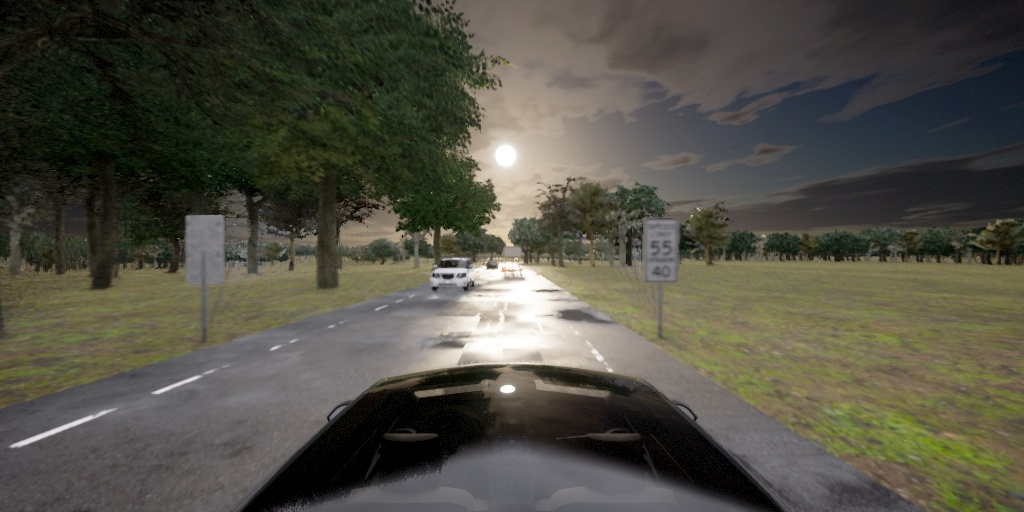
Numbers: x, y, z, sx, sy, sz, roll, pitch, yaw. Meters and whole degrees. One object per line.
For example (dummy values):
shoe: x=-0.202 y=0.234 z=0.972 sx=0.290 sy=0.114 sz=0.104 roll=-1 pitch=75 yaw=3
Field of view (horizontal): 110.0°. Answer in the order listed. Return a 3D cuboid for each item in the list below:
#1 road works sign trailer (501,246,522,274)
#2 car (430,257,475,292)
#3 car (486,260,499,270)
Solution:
road works sign trailer: x=0.077 y=0.504 z=45.711 sx=2.380 sy=3.560 sz=2.880 roll=0 pitch=0 yaw=0
car: x=-3.599 y=1.108 z=22.823 sx=2.150 sy=2.045 sz=5.566 roll=0 pitch=0 yaw=0
car: x=-3.525 y=1.544 z=65.213 sx=2.097 sy=1.767 sz=4.553 roll=0 pitch=-1 yaw=0
